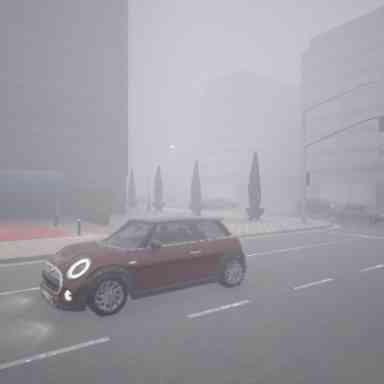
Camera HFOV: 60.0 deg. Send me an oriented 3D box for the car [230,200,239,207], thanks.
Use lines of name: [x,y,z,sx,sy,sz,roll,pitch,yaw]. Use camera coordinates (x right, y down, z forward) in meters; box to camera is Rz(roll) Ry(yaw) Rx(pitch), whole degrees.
car: [4.156,1.477,44.173,1.882,1.535,5.008,0,0,-35]

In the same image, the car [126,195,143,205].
car: [-11.208,1.351,60.196,2.097,1.767,4.553,0,0,-35]

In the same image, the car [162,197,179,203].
car: [-4.763,1.600,69.567,1.895,1.301,4.718,0,0,-34]

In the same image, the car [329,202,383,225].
car: [12.536,1.601,24.092,1.895,1.301,4.718,0,0,-17]

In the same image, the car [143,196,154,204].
car: [-9.095,1.548,63.308,2.033,1.411,5.357,0,0,-35]

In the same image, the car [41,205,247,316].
car: [-0.933,1.352,7.625,4.553,1.767,2.097,0,0,-35]

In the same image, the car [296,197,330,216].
car: [12.443,1.352,32.304,2.097,1.767,4.553,0,0,-35]

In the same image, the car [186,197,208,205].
car: [0.895,1.564,61.402,1.994,1.385,4.181,0,0,-34]

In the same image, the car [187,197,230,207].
car: [1.921,1.547,41.258,2.033,1.411,5.357,0,0,-35]
